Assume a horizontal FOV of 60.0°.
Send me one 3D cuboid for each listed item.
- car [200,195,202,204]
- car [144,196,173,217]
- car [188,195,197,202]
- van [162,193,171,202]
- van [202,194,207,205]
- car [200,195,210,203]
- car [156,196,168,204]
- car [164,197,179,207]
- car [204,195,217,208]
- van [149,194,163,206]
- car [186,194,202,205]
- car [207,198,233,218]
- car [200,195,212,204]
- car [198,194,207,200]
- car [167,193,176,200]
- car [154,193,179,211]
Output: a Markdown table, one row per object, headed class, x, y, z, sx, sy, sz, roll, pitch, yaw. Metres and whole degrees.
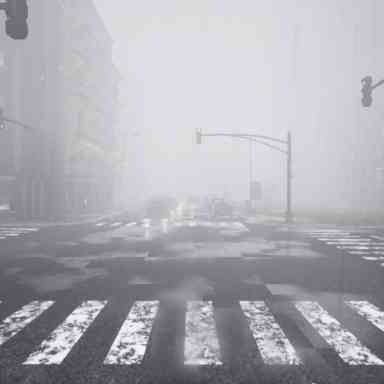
| class | x | y | z | sx | sy | sz | roll | pitch | yaw |
| --- | --- | --- | --- | --- | --- | --- | --- | --- | --- |
| car | 2.660 | 1.490 | 52.592 | 1.887 | 1.381 | 4.507 | -1 | 0 | 0 |
| car | -3.087 | 1.453 | 31.238 | 1.882 | 1.535 | 5.008 | 0 | 0 | 0 |
| car | 0.037 | 1.411 | 71.114 | 1.837 | 1.490 | 4.892 | 0 | 0 | 0 |
| van | -5.685 | 1.242 | 75.146 | 1.690 | 1.788 | 3.998 | -1 | 0 | 0 |
| van | 2.656 | 1.295 | 46.946 | 1.690 | 1.788 | 3.998 | -1 | 0 | 0 |
| car | 2.669 | 1.353 | 69.529 | 1.967 | 1.590 | 4.097 | -1 | 0 | 0 |
| car | -5.685 | 1.470 | 63.852 | 1.887 | 1.381 | 4.507 | -1 | 0 | 0 |
| car | -3.065 | 1.512 | 50.517 | 1.994 | 1.385 | 4.181 | 0 | 0 | 0 |
| car | 2.654 | 1.410 | 35.654 | 1.967 | 1.590 | 4.097 | -1 | 0 | 0 |
| van | -5.691 | 1.286 | 52.561 | 1.690 | 1.788 | 3.998 | -1 | 0 | 0 |
| car | 0.127 | 1.290 | 56.894 | 2.097 | 1.767 | 4.553 | 0 | 0 | -1 |
| car | 2.654 | 1.522 | 30.009 | 1.887 | 1.381 | 4.507 | -1 | 0 | 0 |
| car | 2.661 | 1.365 | 63.883 | 1.967 | 1.590 | 4.097 | -1 | 0 | 0 |
| car | 2.704 | 1.313 | 86.467 | 1.967 | 1.590 | 4.097 | -1 | 0 | 0 |
| car | -5.680 | 1.173 | 92.085 | 2.192 | 1.841 | 5.009 | -1 | 0 | 0 |
| car | -3.080 | 1.315 | 40.552 | 2.097 | 1.767 | 4.553 | 0 | 0 | 0 |
